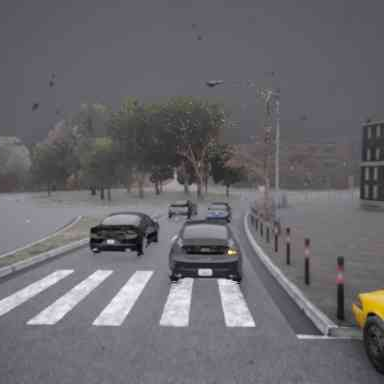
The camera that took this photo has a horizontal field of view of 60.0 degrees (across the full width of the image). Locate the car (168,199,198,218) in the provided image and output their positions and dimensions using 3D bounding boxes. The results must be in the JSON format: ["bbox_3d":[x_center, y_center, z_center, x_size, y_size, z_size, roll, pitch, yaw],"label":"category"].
[{"bbox_3d":[-0.671,1.373,28.281,2.128,1.511,4.902,1,2,11],"label":"car"}]

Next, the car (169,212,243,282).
[{"bbox_3d":[0.417,1.573,9.946,1.837,1.490,4.892,0,0,3],"label":"car"}]

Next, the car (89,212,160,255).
[{"bbox_3d":[-2.573,1.550,13.772,1.882,1.535,5.008,0,0,4],"label":"car"}]

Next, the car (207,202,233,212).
[{"bbox_3d":[2.176,1.506,25.951,2.033,1.411,5.357,1,2,10],"label":"car"}]
